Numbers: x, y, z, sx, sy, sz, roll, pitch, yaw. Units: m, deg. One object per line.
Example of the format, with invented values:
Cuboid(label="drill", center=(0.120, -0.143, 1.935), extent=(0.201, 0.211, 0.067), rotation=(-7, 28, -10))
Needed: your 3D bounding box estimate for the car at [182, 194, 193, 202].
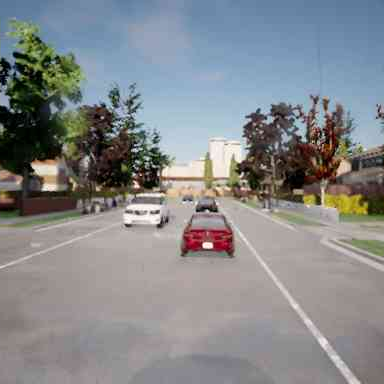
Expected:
Cuboid(label="car", center=(-0.704, 1.143, 61.425), extent=(2.033, 1.411, 5.357), rotation=(1, 0, 3))

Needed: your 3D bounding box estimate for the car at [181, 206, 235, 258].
Cuboid(label="car", center=(0.606, 1.503, 12.720), extent=(1.812, 1.442, 4.674), rotation=(1, 0, 3))

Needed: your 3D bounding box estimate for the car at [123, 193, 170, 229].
Cuboid(label="car", center=(-2.696, 1.101, 21.080), extent=(2.150, 2.045, 5.566), rotation=(1, 0, 3))

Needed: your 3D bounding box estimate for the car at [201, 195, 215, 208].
Cuboid(label="car", center=(2.185, 1.279, 45.954), extent=(1.837, 1.490, 4.892), rotation=(1, 0, 3))

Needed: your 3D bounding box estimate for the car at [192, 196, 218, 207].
Cuboid(label="car", center=(1.299, 1.371, 29.410), extent=(1.882, 1.535, 5.008), rotation=(1, 0, 3))
